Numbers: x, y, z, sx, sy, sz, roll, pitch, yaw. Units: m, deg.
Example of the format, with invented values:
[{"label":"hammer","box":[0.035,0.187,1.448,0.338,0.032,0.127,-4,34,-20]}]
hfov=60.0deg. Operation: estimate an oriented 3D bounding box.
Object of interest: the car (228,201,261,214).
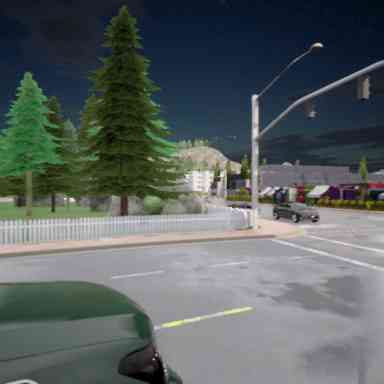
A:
[{"label":"car","box":[5.481,1.658,35.441,1.895,1.301,4.718,0,0,-16]}]

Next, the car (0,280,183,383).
[{"label":"car","box":[-2.717,1.221,1.698,5.566,2.045,2.150,0,0,-35]}]

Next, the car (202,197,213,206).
[{"label":"car","box":[1.553,1.550,48.986,2.128,1.511,4.902,0,0,-16]}]

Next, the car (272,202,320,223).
[{"label":"car","box":[8.115,1.562,26.354,1.837,1.490,4.892,0,0,-14]}]
